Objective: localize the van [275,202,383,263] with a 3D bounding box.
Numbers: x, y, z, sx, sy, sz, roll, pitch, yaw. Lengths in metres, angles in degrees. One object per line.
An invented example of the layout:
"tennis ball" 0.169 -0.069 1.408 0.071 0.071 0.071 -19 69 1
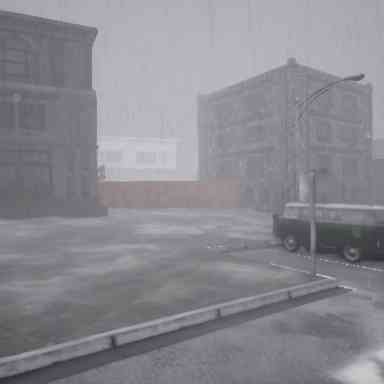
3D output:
"van" 5.259 1.430 12.898 1.878 1.987 4.442 2 -1 -35
